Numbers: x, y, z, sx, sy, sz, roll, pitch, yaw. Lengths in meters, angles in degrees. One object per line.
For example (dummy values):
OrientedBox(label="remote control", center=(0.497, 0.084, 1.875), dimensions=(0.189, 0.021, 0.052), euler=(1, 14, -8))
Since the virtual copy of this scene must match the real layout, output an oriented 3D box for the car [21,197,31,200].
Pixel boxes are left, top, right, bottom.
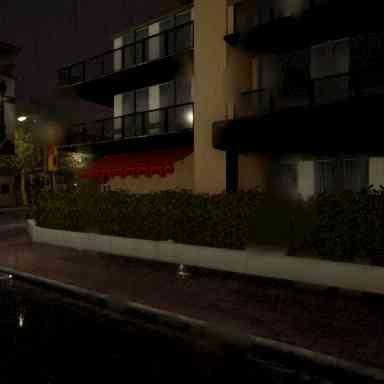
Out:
OrientedBox(label="car", center=(-35.611, 1.481, 67.681), dimensions=(4.892, 1.521, 2.231), euler=(0, 0, 36))
